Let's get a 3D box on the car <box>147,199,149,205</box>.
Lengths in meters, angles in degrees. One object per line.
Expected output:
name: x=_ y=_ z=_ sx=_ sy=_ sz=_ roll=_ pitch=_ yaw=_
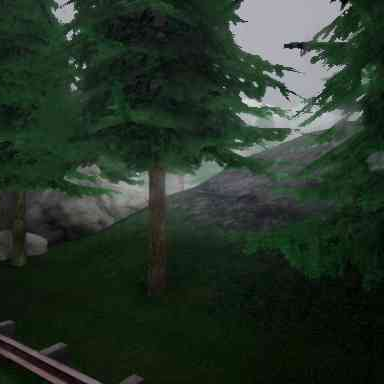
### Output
car: x=-6.135 y=1.510 z=38.549 sx=1.812 sy=1.442 sz=4.674 roll=0 pitch=0 yaw=37
